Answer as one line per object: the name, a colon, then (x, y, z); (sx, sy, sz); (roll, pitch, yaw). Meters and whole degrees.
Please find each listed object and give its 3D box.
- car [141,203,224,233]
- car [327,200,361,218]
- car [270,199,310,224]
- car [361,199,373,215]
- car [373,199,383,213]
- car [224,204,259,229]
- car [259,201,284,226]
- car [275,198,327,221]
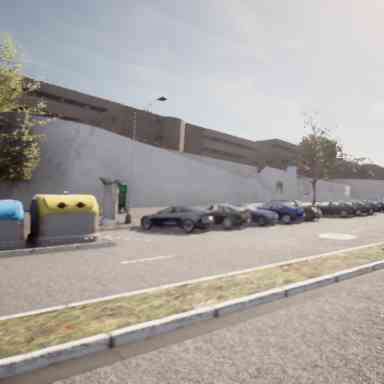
car: (-0.903, 1.533, 19.925); (4.792, 1.488, 2.163); (-1, -1, 32)
car: (12.798, 1.553, 31.177); (4.892, 1.521, 2.231); (0, 0, 29)
car: (6.043, 1.522, 25.448); (5.008, 1.535, 2.097); (-1, 0, 31)
car: (15.015, 1.565, 33.132); (4.892, 1.521, 2.231); (0, 0, 29)
car: (17.218, 1.580, 35.107); (4.892, 1.521, 2.231); (0, 0, 28)
car: (1.451, 1.509, 21.730); (4.892, 1.521, 2.231); (-1, 0, 32)
car: (3.753, 1.555, 23.588); (4.674, 1.452, 2.002); (-1, -1, 32)
car: (8.282, 1.406, 27.361); (4.553, 1.767, 2.185); (-1, -1, 30)
